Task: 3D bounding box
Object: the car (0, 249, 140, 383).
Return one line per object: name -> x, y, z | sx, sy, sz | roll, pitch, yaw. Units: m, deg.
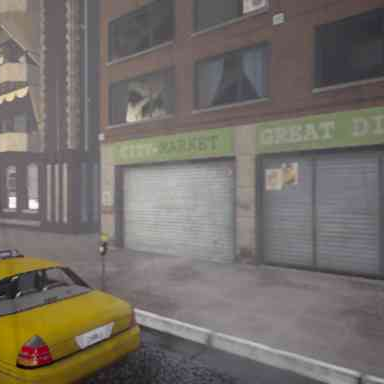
car -> -2.934, 1.537, 4.970 | 4.829, 1.417, 1.752 | 0, 0, 36
